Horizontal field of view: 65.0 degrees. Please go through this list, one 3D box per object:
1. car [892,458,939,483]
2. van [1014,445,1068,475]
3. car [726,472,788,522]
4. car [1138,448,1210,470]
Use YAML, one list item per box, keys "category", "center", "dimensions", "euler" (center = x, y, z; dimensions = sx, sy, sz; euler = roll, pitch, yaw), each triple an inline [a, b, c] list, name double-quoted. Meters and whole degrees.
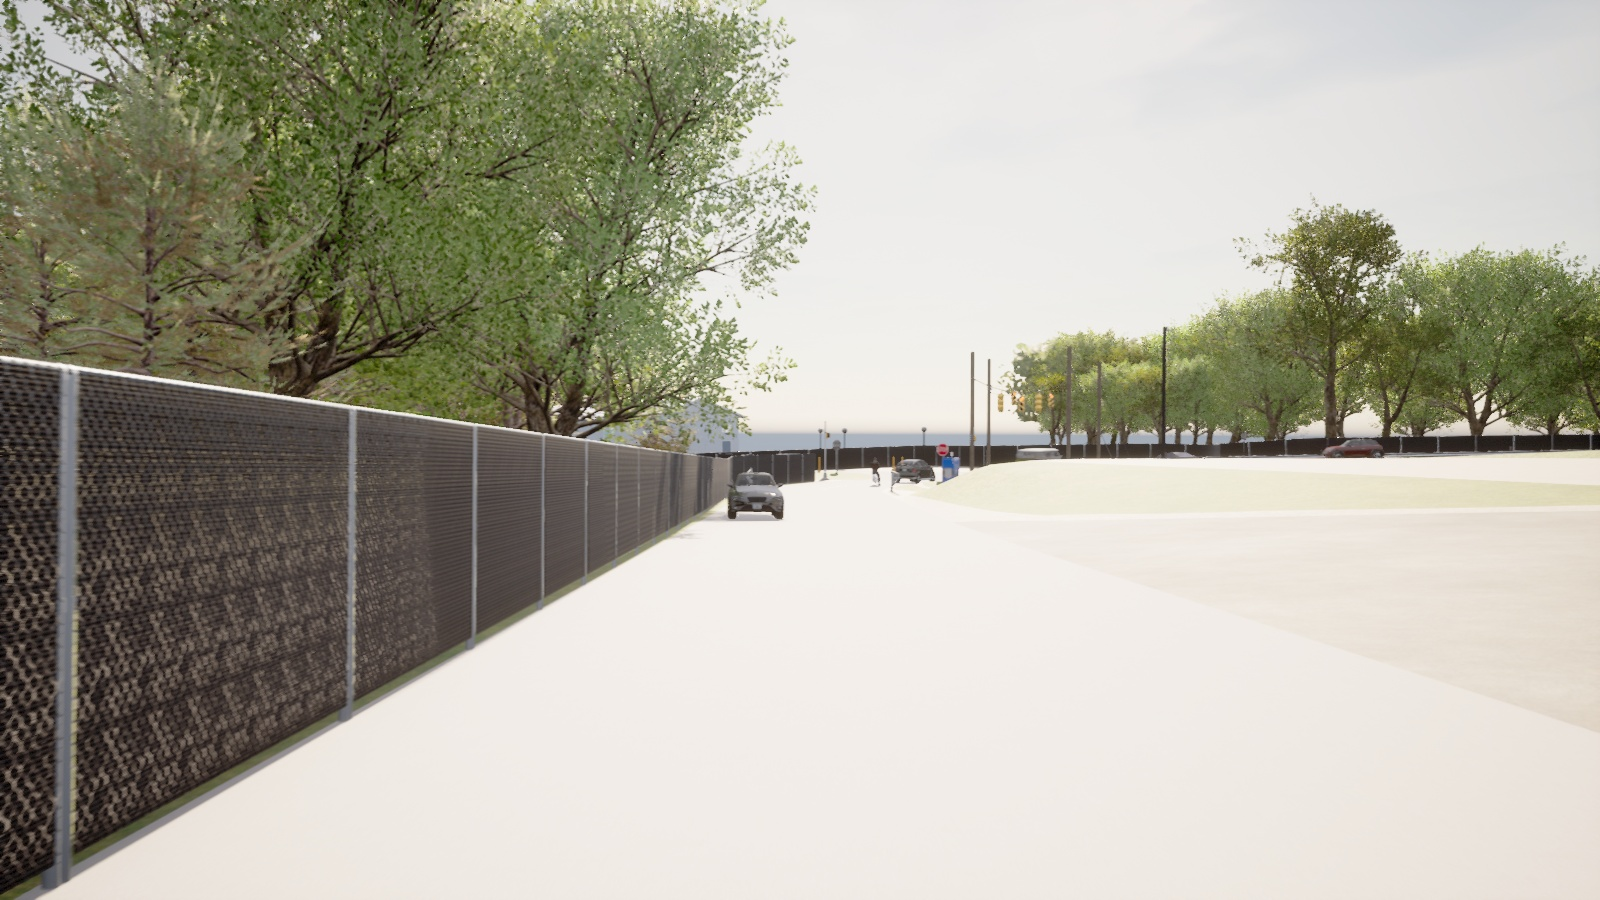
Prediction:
- category: "car"
  center: [7.717, 1.362, 83.819]
  dimensions: [1.789, 1.549, 3.705]
  euler: [0, 0, 29]
- category: "van"
  center: [17.780, 0.741, 92.751]
  dimensions: [1.775, 1.987, 4.442]
  euler: [-5, 2, -20]
- category: "car"
  center: [-1.455, 1.484, 40.819]
  dimensions: [1.816, 1.474, 4.193]
  euler: [0, 0, -4]
- category: "car"
  center: [26.769, 0.652, 90.120]
  dimensions: [2.033, 1.411, 5.357]
  euler: [-1, -2, -22]
